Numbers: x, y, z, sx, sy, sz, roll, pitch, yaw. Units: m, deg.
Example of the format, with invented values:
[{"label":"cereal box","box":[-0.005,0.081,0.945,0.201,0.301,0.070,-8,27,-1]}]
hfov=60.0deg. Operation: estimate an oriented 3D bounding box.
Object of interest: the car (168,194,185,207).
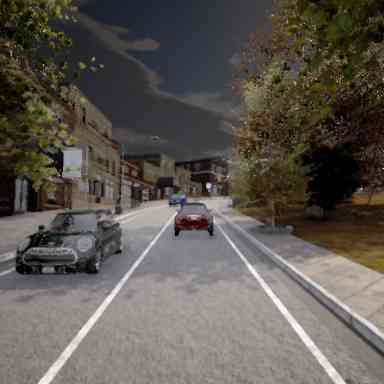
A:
[{"label":"car","box":[-2.265,1.345,53.192,2.150,2.045,5.566,-1,0,8]}]

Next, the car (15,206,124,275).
[{"label":"car","box":[-3.594,1.375,10.587,2.097,1.767,4.553,0,0,0]}]

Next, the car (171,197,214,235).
[{"label":"car","box":[0.106,1.391,19.399,2.097,1.767,4.553,0,0,0]}]

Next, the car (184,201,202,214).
[{"label":"car","box":[0.197,1.673,36.772,1.895,1.301,4.718,0,0,1]}]
